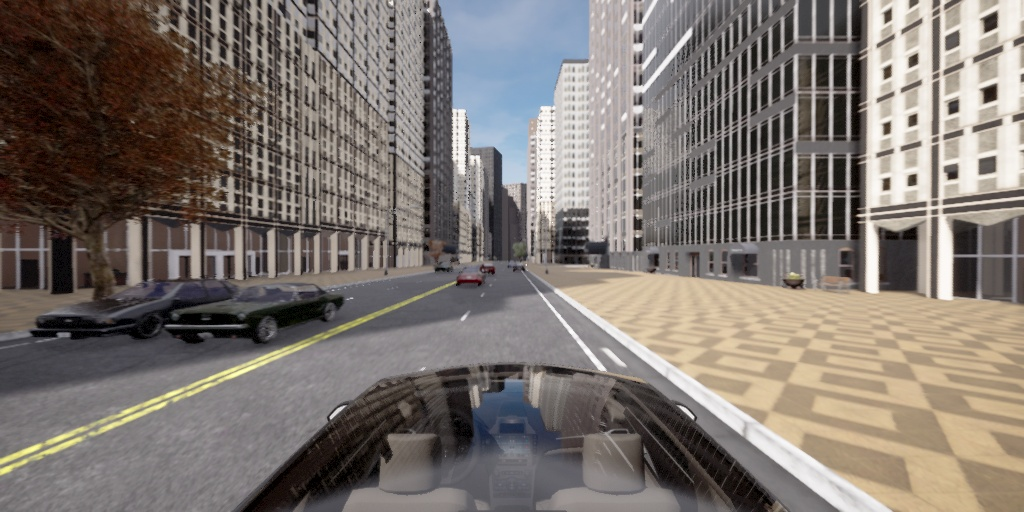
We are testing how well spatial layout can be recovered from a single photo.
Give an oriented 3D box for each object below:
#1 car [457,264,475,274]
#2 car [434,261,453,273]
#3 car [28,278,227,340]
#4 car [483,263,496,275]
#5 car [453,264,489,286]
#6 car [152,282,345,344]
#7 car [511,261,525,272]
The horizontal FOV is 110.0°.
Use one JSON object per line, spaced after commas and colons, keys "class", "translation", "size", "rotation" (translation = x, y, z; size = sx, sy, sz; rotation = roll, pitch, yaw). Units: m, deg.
{"class": "car", "translation": [-6.567, 1.786, 51.364], "size": [1.895, 1.301, 4.718], "rotation": [0, 0, 0]}
{"class": "car", "translation": [-9.815, 1.543, 51.918], "size": [2.097, 1.767, 4.553], "rotation": [0, -1, 0]}
{"class": "car", "translation": [-9.852, 1.374, 10.549], "size": [2.033, 1.411, 5.357], "rotation": [0, -1, 0]}
{"class": "car", "translation": [-3.150, 1.623, 46.842], "size": [1.882, 1.535, 5.008], "rotation": [0, -1, 0]}
{"class": "car", "translation": [-3.151, 1.547, 28.321], "size": [1.994, 1.385, 4.181], "rotation": [0, -1, 0]}
{"class": "car", "translation": [-6.600, 1.423, 9.934], "size": [1.895, 1.301, 4.718], "rotation": [0, -1, 0]}
{"class": "car", "translation": [1.136, 1.754, 56.132], "size": [1.812, 1.442, 4.674], "rotation": [0, -1, 0]}
